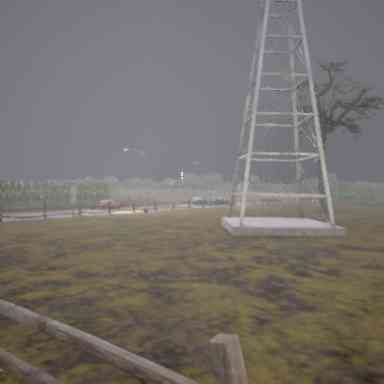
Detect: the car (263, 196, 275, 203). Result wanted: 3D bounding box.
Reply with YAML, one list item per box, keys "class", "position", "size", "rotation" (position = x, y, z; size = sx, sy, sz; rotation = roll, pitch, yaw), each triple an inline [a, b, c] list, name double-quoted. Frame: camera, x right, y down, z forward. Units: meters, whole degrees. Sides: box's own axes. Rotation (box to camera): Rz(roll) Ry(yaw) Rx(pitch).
- class: "car"
  position: [18.192, 1.725, 78.493]
  size: [1.882, 1.535, 5.008]
  rotation: [1, 0, 35]

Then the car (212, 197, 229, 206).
- class: "car"
  position: [4.927, 1.652, 59.675]
  size: [2.128, 1.511, 4.902]
  rotation: [1, 1, 36]

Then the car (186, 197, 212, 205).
- class: "car"
  position: [0.941, 1.593, 58.964]
  size: [2.128, 1.511, 4.902]
  rotation: [1, 1, 35]

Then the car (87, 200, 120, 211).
- class: "car"
  position: [-11.118, 1.668, 42.152]
  size: [1.994, 1.385, 4.181]
  rotation: [1, 1, 35]
